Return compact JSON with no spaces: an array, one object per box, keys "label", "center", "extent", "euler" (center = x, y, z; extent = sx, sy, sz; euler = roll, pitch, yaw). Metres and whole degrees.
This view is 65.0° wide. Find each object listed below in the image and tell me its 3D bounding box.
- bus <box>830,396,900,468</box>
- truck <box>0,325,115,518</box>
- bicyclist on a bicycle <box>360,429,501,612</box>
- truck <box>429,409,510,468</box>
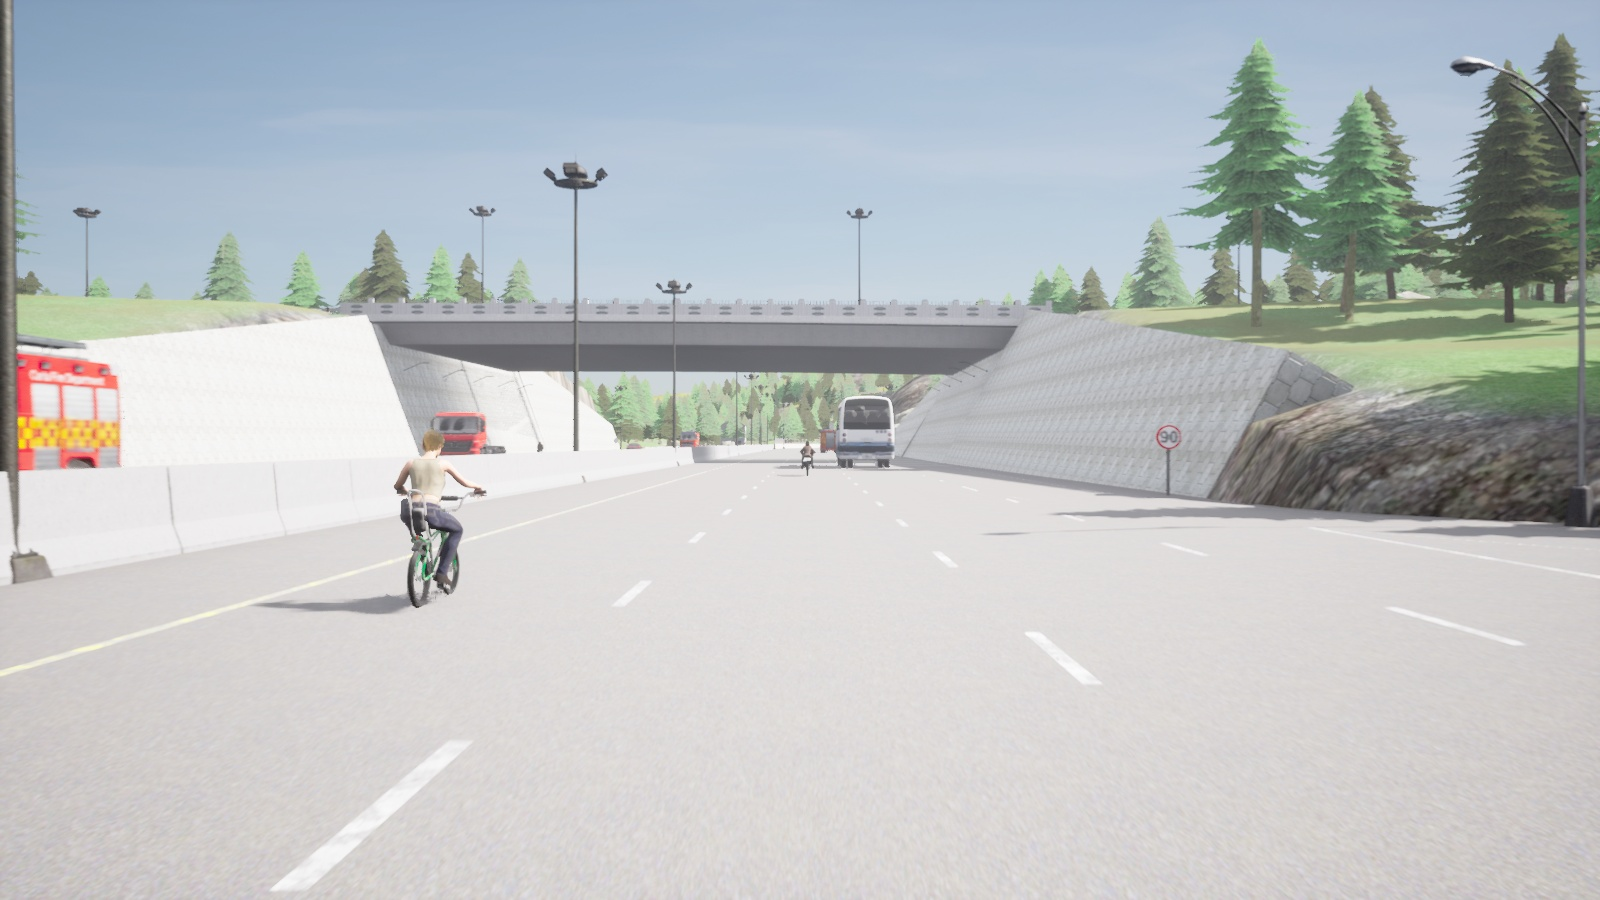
[{"label":"bus","center":[3.968,-1.074,79.421],"extent":[3.944,4.253,10.273],"euler":[0,0,0]},{"label":"truck","center":[-17.343,-0.572,24.869],"extent":[2.891,3.827,8.468],"euler":[0,0,0]},{"label":"bicyclist on a bicycle","center":[-3.423,0.614,11.772],"extent":[0.866,1.612,1.509],"euler":[0,0,1]},{"label":"truck","center":[-20.538,-0.694,78.483],"extent":[2.891,3.462,7.936],"euler":[0,0,0]}]
